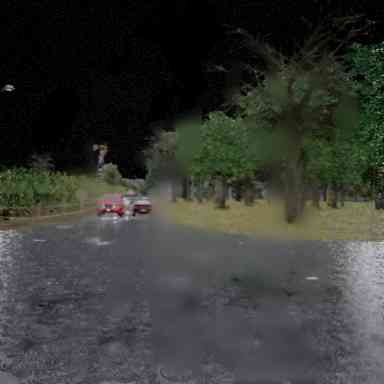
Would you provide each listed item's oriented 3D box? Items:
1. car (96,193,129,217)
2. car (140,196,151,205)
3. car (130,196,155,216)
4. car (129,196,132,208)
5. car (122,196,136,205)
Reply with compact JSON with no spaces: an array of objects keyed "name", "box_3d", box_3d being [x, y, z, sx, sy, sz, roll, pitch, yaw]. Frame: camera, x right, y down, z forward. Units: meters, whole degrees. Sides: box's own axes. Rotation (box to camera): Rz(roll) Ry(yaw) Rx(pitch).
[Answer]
[{"name":"car","box_3d":[-7.371,1.151,30.712,2.150,2.045,5.566,1,0,-7]},{"name":"car","box_3d":[-7.986,1.496,57.363,1.812,1.442,4.674,1,0,-8]},{"name":"car","box_3d":[-4.632,1.456,32.006,1.882,1.535,5.008,1,0,-7]},{"name":"car","box_3d":[-9.191,1.451,44.378,1.812,1.442,4.674,1,0,-8]},{"name":"car","box_3d":[-10.991,1.470,58.161,2.033,1.411,5.357,1,0,-7]}]
